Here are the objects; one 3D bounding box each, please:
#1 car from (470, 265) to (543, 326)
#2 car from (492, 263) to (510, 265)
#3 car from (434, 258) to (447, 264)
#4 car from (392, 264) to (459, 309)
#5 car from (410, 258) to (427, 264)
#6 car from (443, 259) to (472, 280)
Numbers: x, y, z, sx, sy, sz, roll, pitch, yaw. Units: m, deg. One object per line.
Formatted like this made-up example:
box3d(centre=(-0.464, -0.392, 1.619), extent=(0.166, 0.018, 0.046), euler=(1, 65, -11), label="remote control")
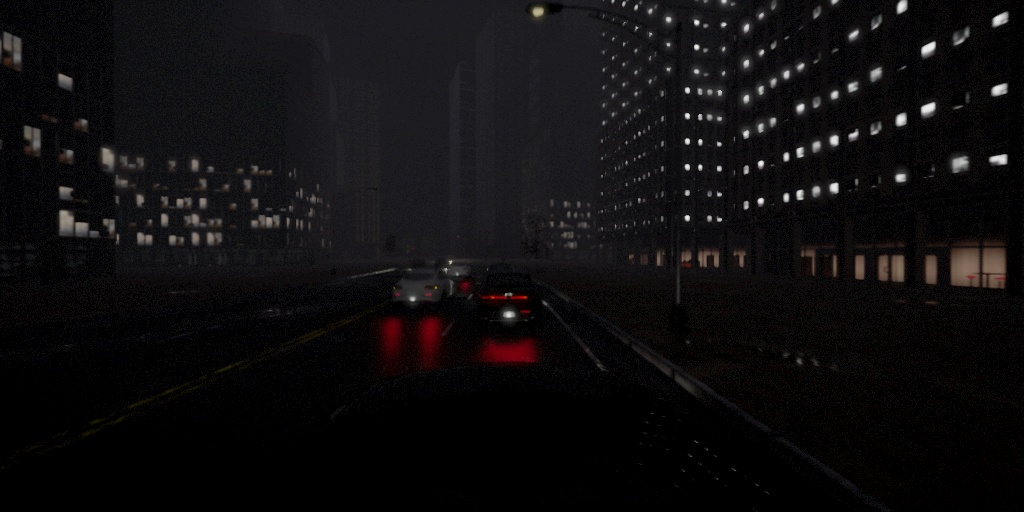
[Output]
box3d(centre=(-0.117, 1.207, 11.402), extent=(1.837, 1.490, 4.892), euler=(0, 0, -1), label="car")
box3d(centre=(-0.772, 1.180, 25.106), extent=(2.033, 1.411, 5.357), euler=(0, 0, -3), label="car")
box3d(centre=(-10.187, 1.011, 52.019), extent=(1.837, 1.490, 4.892), euler=(0, 0, -8), label="car")
box3d(centre=(-3.461, 1.215, 14.537), extent=(1.812, 1.442, 4.674), euler=(0, 0, -2), label="car")
box3d(centre=(-13.356, 0.990, 51.210), extent=(1.882, 1.535, 5.008), euler=(0, 0, -8), label="car")
box3d(centre=(-4.330, 1.140, 29.602), extent=(1.812, 1.442, 4.674), euler=(0, 0, -4), label="car")
